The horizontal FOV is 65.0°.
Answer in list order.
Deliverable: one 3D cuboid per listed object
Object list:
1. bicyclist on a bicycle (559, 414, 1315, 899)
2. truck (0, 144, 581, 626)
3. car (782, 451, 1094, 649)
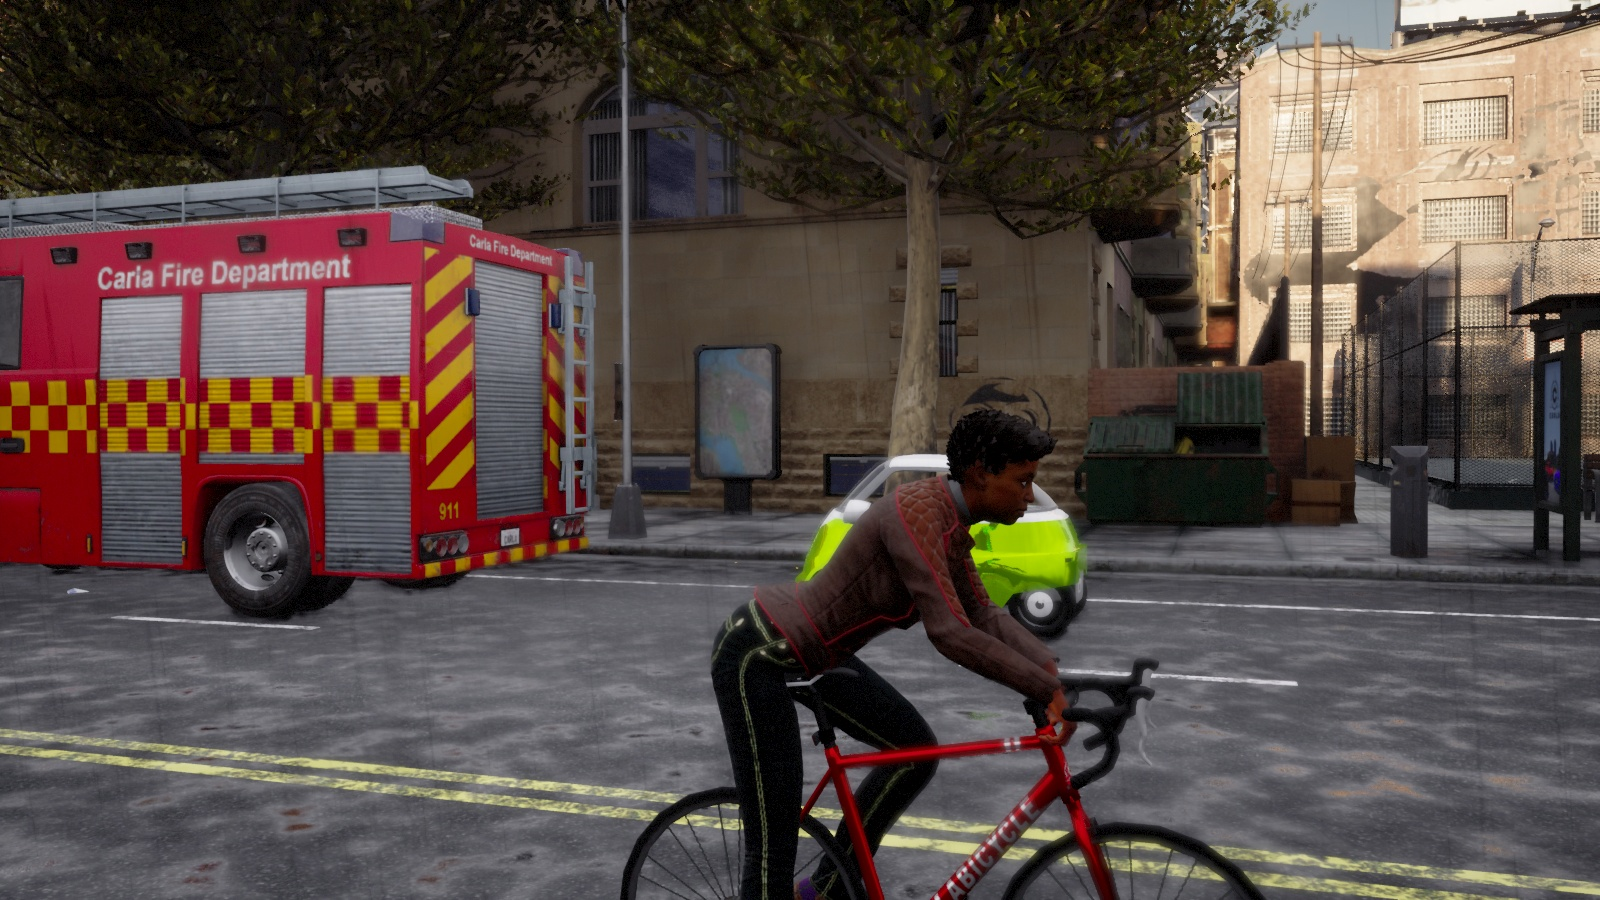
[{"bbox_3d":[0.305,0.732,3.021,1.656,1.620,0.582,1,1,17],"label":"bicyclist on a bicycle"},{"bbox_3d":[-6.695,-0.566,12.681,8.468,3.827,2.891,1,1,19],"label":"truck"},{"bbox_3d":[1.153,0.723,10.141,2.207,1.376,1.481,1,1,19],"label":"car"}]
